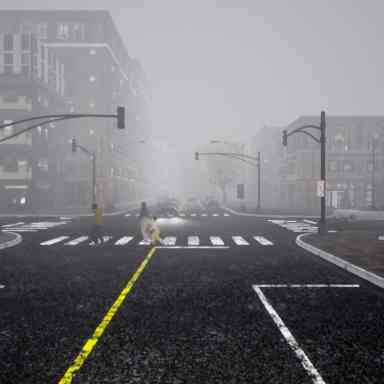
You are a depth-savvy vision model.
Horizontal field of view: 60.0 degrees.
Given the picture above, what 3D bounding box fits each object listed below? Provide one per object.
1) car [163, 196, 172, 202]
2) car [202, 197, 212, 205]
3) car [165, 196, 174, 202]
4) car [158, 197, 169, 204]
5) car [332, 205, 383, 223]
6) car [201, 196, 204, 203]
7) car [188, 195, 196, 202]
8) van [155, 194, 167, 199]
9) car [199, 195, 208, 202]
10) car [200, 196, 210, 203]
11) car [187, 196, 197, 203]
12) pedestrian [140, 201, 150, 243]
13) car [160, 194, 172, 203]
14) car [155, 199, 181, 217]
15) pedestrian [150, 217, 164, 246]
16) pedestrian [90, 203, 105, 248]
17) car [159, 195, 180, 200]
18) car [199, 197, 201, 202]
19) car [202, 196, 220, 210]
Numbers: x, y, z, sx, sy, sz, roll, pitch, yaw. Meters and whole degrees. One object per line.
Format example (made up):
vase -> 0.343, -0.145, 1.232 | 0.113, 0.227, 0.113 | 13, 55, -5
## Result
car -> -5.684, 1.662, 77.674 | 1.947, 1.339, 4.313 | 0, 0, 0
car -> 2.695, 1.640, 60.581 | 1.802, 1.307, 4.206 | 0, 0, 0
car -> -5.683, 1.663, 83.370 | 2.008, 1.369, 4.403 | 0, 0, 0
car -> -5.685, 1.651, 66.280 | 1.802, 1.307, 4.206 | 0, 0, 0
car -> 13.475, 1.668, 25.777 | 4.718, 1.301, 1.895 | 0, 0, 0
car -> 2.695, 1.478, 49.188 | 1.967, 1.590, 4.097 | 0, 0, 0
car -> 0.009, 1.556, 80.680 | 2.033, 1.411, 5.357 | 0, 0, 0
van -> -5.686, 1.399, 60.584 | 1.690, 1.788, 3.998 | 0, 0, 0
car -> 2.697, 1.536, 77.672 | 1.967, 1.590, 4.097 | 0, 0, 0
car -> 2.697, 1.633, 71.975 | 2.008, 1.369, 4.403 | 0, 0, 0
car -> 0.008, 1.625, 70.673 | 1.994, 1.385, 4.181 | 0, 0, 0
pedestrian -> -2.051, 1.294, 14.548 | 0.375, 1.860, 0.375 | 0, 0, 0
car -> -5.685, 1.397, 71.977 | 2.192, 1.841, 5.009 | 0, 0, 0
car -> -2.537, 1.613, 32.191 | 1.895, 1.301, 4.718 | 0, 0, -9
pedestrian -> -1.464, 1.574, 13.949 | 0.375, 1.300, 0.375 | 0, 0, 0
pedestrian -> -3.831, 1.294, 13.348 | 0.375, 1.860, 0.375 | 0, 0, 0
car -> -3.091, 1.582, 47.051 | 2.033, 1.411, 5.357 | 0, 0, 0
car -> 2.695, 1.488, 54.884 | 1.967, 1.590, 4.097 | 0, 0, 0
car -> 2.694, 1.580, 43.490 | 2.008, 1.369, 4.403 | 0, 0, 0
